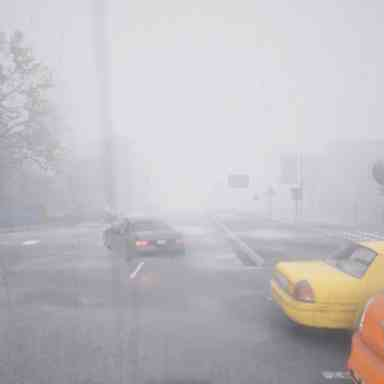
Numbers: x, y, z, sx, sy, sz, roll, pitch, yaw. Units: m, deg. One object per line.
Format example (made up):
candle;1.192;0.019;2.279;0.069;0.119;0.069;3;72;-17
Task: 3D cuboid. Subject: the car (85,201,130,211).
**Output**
car;-8.344;1.803;30.292;4.553;1.767;2.185;0;-1;0

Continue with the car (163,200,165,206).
car;-8.033;2.656;61.164;5.008;1.535;2.097;0;-1;1

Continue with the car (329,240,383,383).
car;3.895;1.362;2.757;4.553;1.767;2.185;0;0;0

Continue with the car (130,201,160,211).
car;-8.085;2.541;54.616;4.674;1.452;2.002;0;-1;1

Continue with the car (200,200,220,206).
car;5.376;3.485;95.430;4.892;1.521;2.231;0;-2;1

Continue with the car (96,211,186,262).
car;-2.028;1.642;12.619;2.033;1.411;5.357;0;-1;-25

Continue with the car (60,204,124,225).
car;-8.300;1.896;27.118;4.674;1.452;2.002;0;-1;0

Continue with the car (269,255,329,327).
car;4.112;1.503;5.674;5.366;1.575;1.946;0;0;0

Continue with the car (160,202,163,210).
car;-8.052;2.580;57.892;4.892;1.521;2.231;0;-1;1

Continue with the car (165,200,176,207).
car;-7.729;3.407;92.788;5.008;1.535;2.097;0;-1;1

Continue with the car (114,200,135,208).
car;-15.776;2.780;77.765;4.553;1.767;2.097;1;1;0
